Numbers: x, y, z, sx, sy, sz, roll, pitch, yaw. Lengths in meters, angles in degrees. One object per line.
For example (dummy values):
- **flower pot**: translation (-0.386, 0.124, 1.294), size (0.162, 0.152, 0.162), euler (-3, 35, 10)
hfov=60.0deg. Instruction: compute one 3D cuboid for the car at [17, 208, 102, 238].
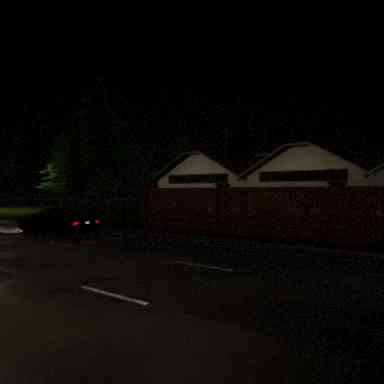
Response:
- **car**: translation (-7.136, 1.539, 17.681), size (5.357, 1.411, 2.033), euler (0, 0, 35)
